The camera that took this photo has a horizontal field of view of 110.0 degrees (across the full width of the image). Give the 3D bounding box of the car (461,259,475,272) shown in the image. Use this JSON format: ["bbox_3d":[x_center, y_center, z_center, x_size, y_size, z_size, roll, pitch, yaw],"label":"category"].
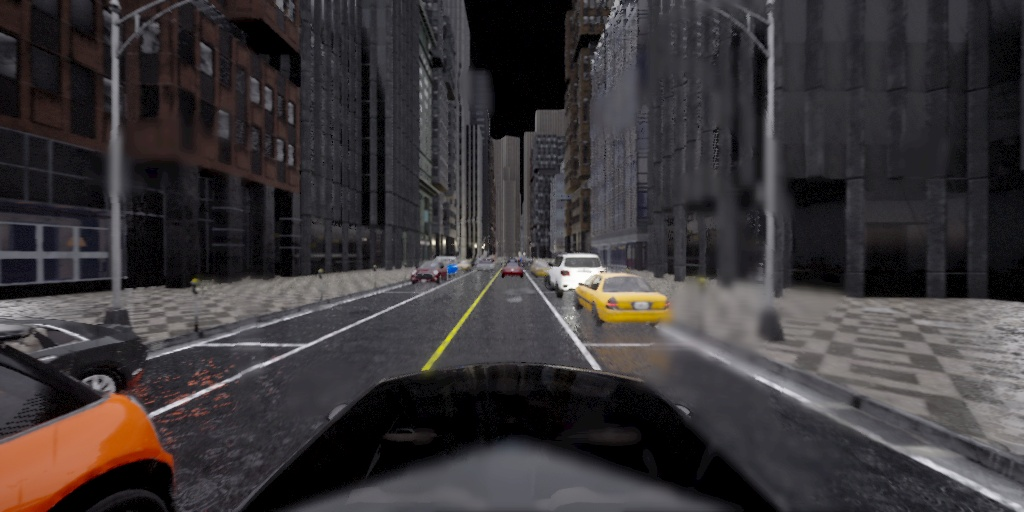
[{"bbox_3d":[-5.765,1.089,42.083,1.751,1.417,4.829,0,0,0],"label":"car"}]

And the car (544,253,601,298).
[{"bbox_3d":[3.105,0.893,18.119,2.150,2.045,5.566,0,0,0],"label":"car"}]

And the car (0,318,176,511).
[{"bbox_3d":[-3.101,1.109,0.205,2.097,1.767,4.553,0,0,0],"label":"car"}]

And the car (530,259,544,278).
[{"bbox_3d":[2.761,1.136,31.213,1.751,1.417,4.829,0,0,0],"label":"car"}]

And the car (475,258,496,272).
[{"bbox_3d":[-3.090,1.164,42.394,1.895,1.301,4.718,0,0,0],"label":"car"}]

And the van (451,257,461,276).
[{"bbox_3d":[-5.764,0.952,31.035,1.690,1.789,3.998,0,0,0],"label":"van"}]

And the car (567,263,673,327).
[{"bbox_3d":[3.149,1.161,11.281,1.801,1.575,5.366,0,0,0],"label":"car"}]

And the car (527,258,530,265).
[{"bbox_3d":[2.761,1.111,36.821,1.751,1.417,4.829,0,0,0],"label":"car"}]

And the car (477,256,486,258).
[{"bbox_3d":[-5.766,1.066,59.081,1.948,1.339,4.313,0,0,0],"label":"car"}]

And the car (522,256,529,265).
[{"bbox_3d":[2.759,1.051,59.086,2.007,1.370,4.403,0,0,0],"label":"car"}]

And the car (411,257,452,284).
[{"bbox_3d":[-5.764,1.078,25.426,1.967,1.591,4.097,0,0,0],"label":"car"}]

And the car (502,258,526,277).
[{"bbox_3d":[0.055,1.165,33.327,1.994,1.385,4.181,0,0,0],"label":"car"}]

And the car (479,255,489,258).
[{"bbox_3d":[-5.766,0.919,64.690,1.967,1.591,4.097,0,0,0],"label":"car"}]

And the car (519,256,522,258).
[{"bbox_3d":[0.061,1.058,50.292,1.812,1.442,4.674,0,0,0],"label":"car"}]
